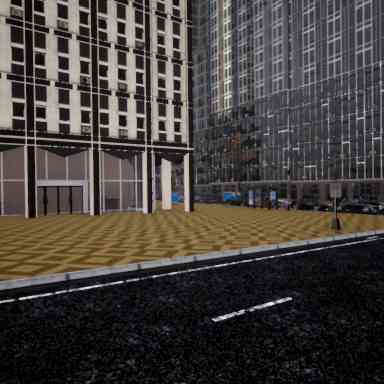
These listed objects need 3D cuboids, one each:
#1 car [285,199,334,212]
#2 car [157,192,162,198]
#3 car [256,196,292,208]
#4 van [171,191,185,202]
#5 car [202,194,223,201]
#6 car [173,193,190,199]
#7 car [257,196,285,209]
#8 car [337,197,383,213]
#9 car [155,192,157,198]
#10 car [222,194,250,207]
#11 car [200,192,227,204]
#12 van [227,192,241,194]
[{"bbox_3d":[12.903,1.422,36.612,1.947,1.339,4.313,-1,1,-34],"label":"car"},{"bbox_3d":[-5.635,0.613,78.989,2.192,1.841,5.009,0,1,-34],"label":"car"},{"bbox_3d":[10.878,1.269,44.415,1.812,1.442,4.674,-1,1,-34],"label":"car"},{"bbox_3d":[-2.973,0.936,60.179,1.690,1.788,3.998,0,1,-34],"label":"van"},{"bbox_3d":[3.956,1.042,64.894,1.802,1.307,4.206,-1,1,-34],"label":"car"},{"bbox_3d":[-2.437,0.934,74.293,1.802,1.307,4.206,0,1,-34],"label":"car"},{"bbox_3d":[9.720,1.386,41.324,1.802,1.307,4.206,-1,1,-34],"label":"car"},{"bbox_3d":[17.306,1.339,34.959,2.128,1.511,4.902,-1,1,-34],"label":"car"},{"bbox_3d":[-8.831,0.685,83.689,1.967,1.590,4.097,0,1,-34],"label":"car"},{"bbox_3d":[6.572,1.318,46.055,1.947,1.339,4.313,-1,1,-34],"label":"car"},{"bbox_3d":[3.239,1.123,55.677,1.837,1.490,4.892,-1,1,-34],"label":"car"},{"bbox_3d":[7.152,0.853,60.191,1.690,1.788,3.998,-1,1,-34],"label":"van"}]
